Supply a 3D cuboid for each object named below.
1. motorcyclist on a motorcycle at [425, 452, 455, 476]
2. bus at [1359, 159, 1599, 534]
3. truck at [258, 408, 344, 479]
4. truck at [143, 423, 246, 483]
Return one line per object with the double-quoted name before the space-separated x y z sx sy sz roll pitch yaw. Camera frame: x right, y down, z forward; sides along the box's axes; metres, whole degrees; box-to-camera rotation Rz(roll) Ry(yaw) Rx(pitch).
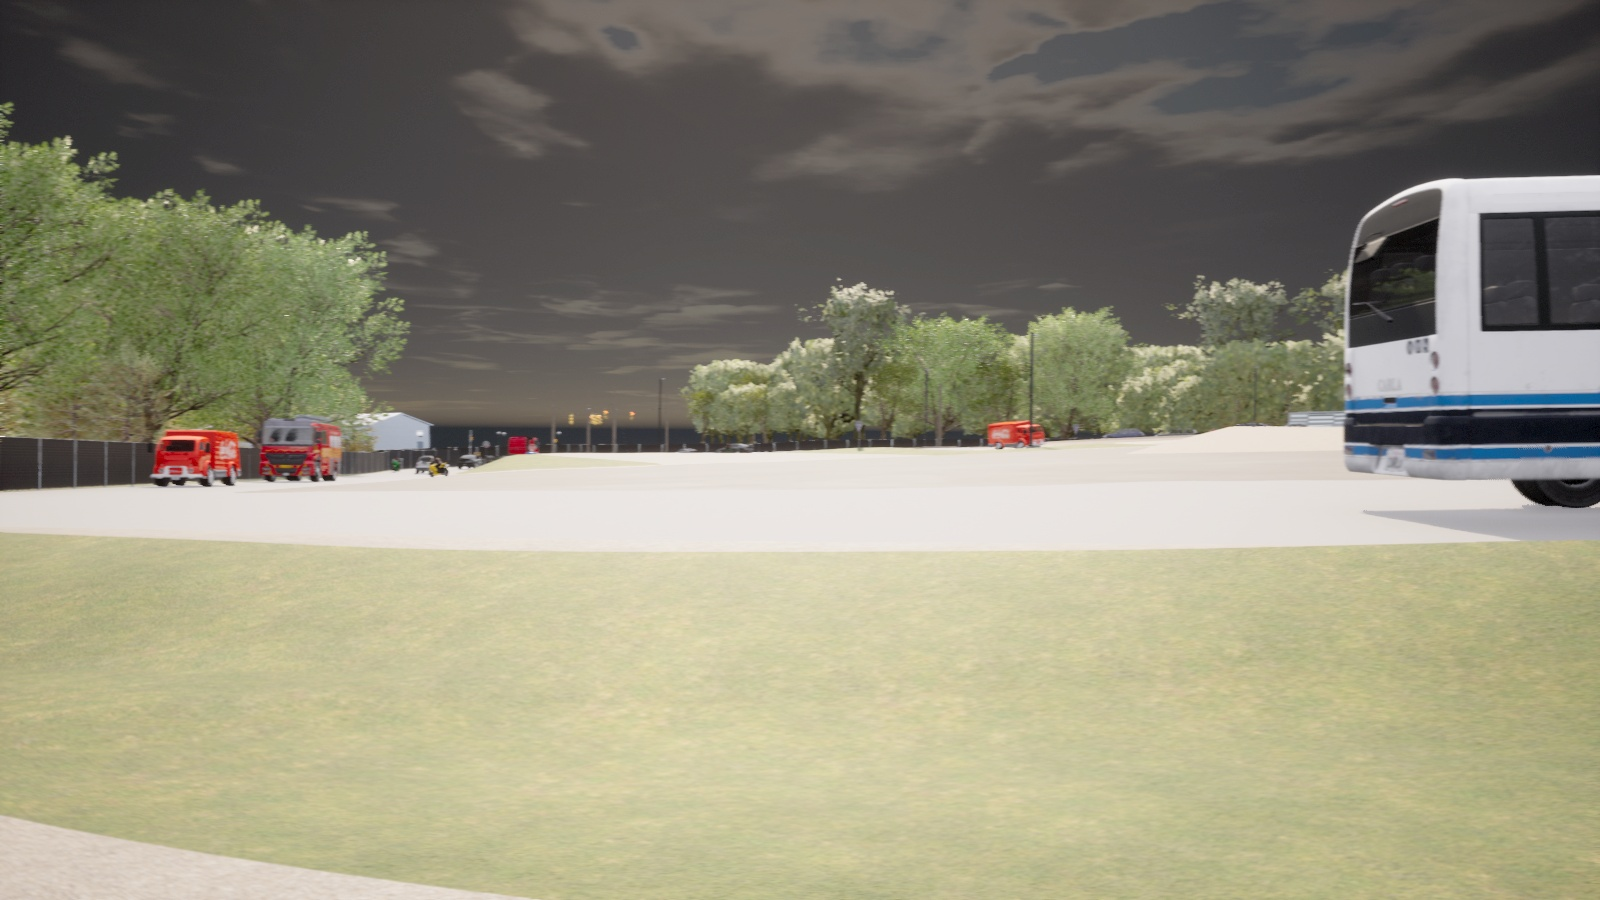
"motorcyclist on a motorcycle" -24.777 0.950 86.449 2.044 1.523 0.797 -5 -2 33
"bus" 13.156 -1.239 16.032 10.273 4.253 3.944 0 1 3
"truck" -28.904 -0.285 73.107 2.891 3.827 8.468 1 -1 -10
"truck" -26.522 0.171 55.235 2.627 2.467 5.204 1 -1 -9
